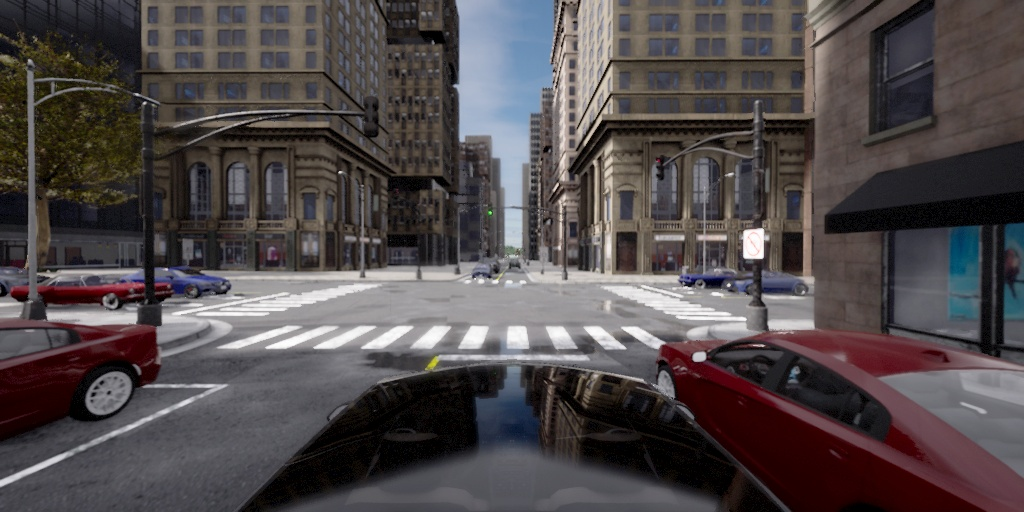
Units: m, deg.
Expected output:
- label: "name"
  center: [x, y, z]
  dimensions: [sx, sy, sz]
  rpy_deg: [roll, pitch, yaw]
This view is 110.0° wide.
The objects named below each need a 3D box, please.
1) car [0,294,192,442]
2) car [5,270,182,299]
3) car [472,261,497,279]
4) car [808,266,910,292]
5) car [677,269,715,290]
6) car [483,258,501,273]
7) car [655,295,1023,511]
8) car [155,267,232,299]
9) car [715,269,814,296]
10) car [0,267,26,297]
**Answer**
- label: "car"
  center: [-5.762, 1.302, 3.100]
  dimensions: [1.888, 1.381, 4.507]
  rpy_deg: [0, 0, 0]
- label: "car"
  center: [-16.431, 1.369, 14.260]
  dimensions: [4.718, 1.301, 1.895]
  rpy_deg: [0, 0, 1]
- label: "car"
  center: [-2.910, 1.494, 35.894]
  dimensions: [2.033, 1.411, 5.357]
  rpy_deg: [0, 0, 0]
- label: "car"
  center: [23.102, 1.496, 23.997]
  dimensions: [5.008, 1.535, 1.882]
  rpy_deg: [1, 0, 0]
- label: "car"
  center: [13.743, 1.538, 24.056]
  dimensions: [4.718, 1.301, 1.895]
  rpy_deg: [0, 0, 0]
- label: "car"
  center: [-2.845, 1.228, 46.082]
  dimensions: [2.150, 2.045, 5.566]
  rpy_deg: [0, 0, 1]
- label: "car"
  center: [2.764, 1.303, 3.058]
  dimensions: [1.888, 1.381, 4.507]
  rpy_deg: [0, 0, 0]
- label: "car"
  center: [-16.417, 1.266, 17.530]
  dimensions: [4.674, 1.442, 1.812]
  rpy_deg: [0, 0, 0]
- label: "car"
  center: [14.577, 1.536, 20.800]
  dimensions: [4.181, 1.385, 1.994]
  rpy_deg: [0, 0, 0]
- label: "car"
  center: [-25.152, 1.232, 17.578]
  dimensions: [4.181, 1.385, 1.994]
  rpy_deg: [0, 0, -1]
